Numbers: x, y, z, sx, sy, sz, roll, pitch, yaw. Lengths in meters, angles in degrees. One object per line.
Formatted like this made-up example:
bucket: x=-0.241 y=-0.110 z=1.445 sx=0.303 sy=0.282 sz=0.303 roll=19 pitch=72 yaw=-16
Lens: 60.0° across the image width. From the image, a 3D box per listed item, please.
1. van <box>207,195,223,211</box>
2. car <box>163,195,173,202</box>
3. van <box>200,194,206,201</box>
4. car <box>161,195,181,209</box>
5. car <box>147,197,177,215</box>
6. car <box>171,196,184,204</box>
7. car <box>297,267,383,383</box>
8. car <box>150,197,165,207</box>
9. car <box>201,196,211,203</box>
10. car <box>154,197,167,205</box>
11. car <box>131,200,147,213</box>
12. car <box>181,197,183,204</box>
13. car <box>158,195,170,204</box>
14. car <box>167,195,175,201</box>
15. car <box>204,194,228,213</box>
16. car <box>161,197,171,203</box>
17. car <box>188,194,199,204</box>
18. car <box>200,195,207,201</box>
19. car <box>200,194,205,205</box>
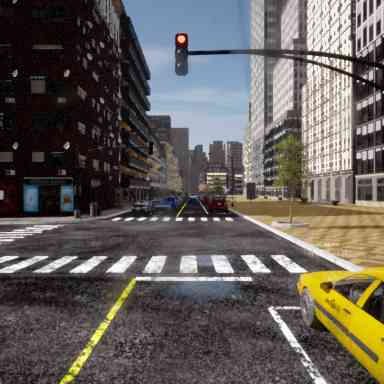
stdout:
van: x=2.855 y=1.358 z=41.933 sx=1.690 sy=1.788 sz=3.998 roll=0 pitch=0 yaw=0
car: x=-5.390 y=1.507 z=75.128 sx=1.967 sy=1.590 sz=4.097 roll=0 pitch=0 yaw=0
van: x=3.057 y=1.440 z=91.672 sx=1.690 sy=1.788 sz=3.998 roll=0 pitch=0 yaw=0
car: x=-2.910 y=1.497 z=43.953 sx=1.882 sy=1.535 sz=5.008 roll=0 pitch=0 yaw=0
car: x=-2.960 y=1.558 z=34.133 sx=2.033 sy=1.411 sz=5.357 roll=0 pitch=0 yaw=0
car: x=-2.741 y=1.539 z=64.010 sx=2.128 sy=1.511 sz=4.902 roll=0 pitch=0 yaw=0
car: x=2.702 y=1.525 z=4.165 sx=1.752 sy=1.417 sz=4.829 roll=0 pitch=0 yaw=0
car: x=-5.479 y=1.581 z=53.021 sx=2.008 sy=1.369 sz=4.403 roll=0 pitch=0 yaw=0
car: x=2.968 y=1.602 z=69.567 sx=1.887 sy=1.381 sz=4.507 roll=0 pitch=0 yaw=0
car: x=-5.457 y=1.584 z=58.547 sx=1.887 sy=1.381 sz=4.507 roll=0 pitch=0 yaw=0
car: x=-5.546 y=1.563 z=36.441 sx=2.008 sy=1.369 sz=4.403 roll=0 pitch=0 yaw=0
car: x=-2.851 y=1.536 z=53.765 sx=1.837 sy=1.490 sz=4.892 roll=0 pitch=0 yaw=1
car: x=-5.435 y=1.488 z=64.074 sx=1.967 sy=1.590 sz=4.097 roll=0 pitch=0 yaw=0
car: x=-5.345 y=1.612 z=86.011 sx=1.752 sy=1.417 sz=4.829 roll=0 pitch=0 yaw=0
car: x=2.832 y=1.327 z=36.408 sx=2.192 sy=1.841 sz=5.009 roll=0 pitch=0 yaw=0
car: x=-5.412 y=1.639 z=69.601 sx=1.802 sy=1.307 sz=4.206 roll=0 pitch=0 yaw=0
car: x=0.266 y=1.614 z=65.611 sx=1.994 sy=1.385 sz=4.181 roll=0 pitch=0 yaw=0
car: x=3.036 y=1.613 z=86.316 sx=1.752 sy=1.417 sz=4.829 roll=0 pitch=0 yaw=0
car: x=2.922 y=1.354 z=58.513 sx=2.192 sy=1.841 sz=5.009 roll=0 pitch=0 yaw=0
